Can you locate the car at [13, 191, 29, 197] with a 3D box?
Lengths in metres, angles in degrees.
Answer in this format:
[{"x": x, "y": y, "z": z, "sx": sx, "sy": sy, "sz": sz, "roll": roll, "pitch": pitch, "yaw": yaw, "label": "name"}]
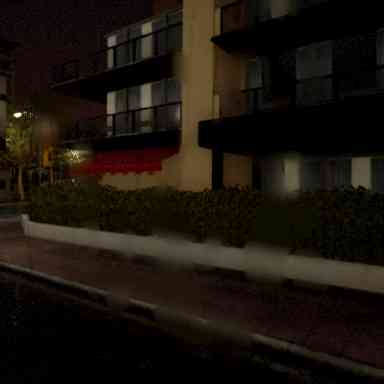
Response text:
[{"x": -36.198, "y": 0.487, "z": 67.981, "sx": 4.892, "sy": 1.521, "sz": 2.231, "roll": 1, "pitch": 1, "yaw": 36, "label": "car"}]
